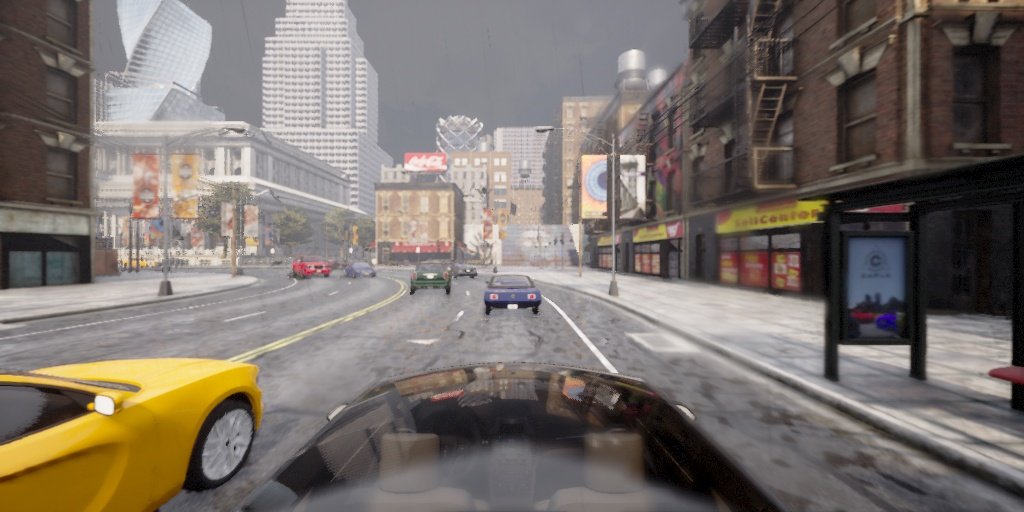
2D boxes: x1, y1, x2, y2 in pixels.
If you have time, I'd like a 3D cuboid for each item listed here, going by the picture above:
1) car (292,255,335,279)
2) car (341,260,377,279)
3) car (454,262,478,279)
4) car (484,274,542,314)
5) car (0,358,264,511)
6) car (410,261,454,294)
[{"bbox_3d":[-18.250,0.918,32.522,2.150,2.045,5.566,0,0,-42],"label":"car"},{"bbox_3d":[-13.519,1.225,31.959,1.812,1.442,4.674,0,0,-36],"label":"car"},{"bbox_3d":[-4.743,1.247,31.406,2.033,1.411,5.357,0,0,-28],"label":"car"},{"bbox_3d":[-0.099,1.329,13.690,1.895,1.301,4.718,0,0,-3],"label":"car"},{"bbox_3d":[-3.400,1.228,1.528,1.882,1.535,5.008,0,0,0],"label":"car"},{"bbox_3d":[-4.588,1.070,20.423,2.097,1.767,4.553,0,0,-11],"label":"car"}]
